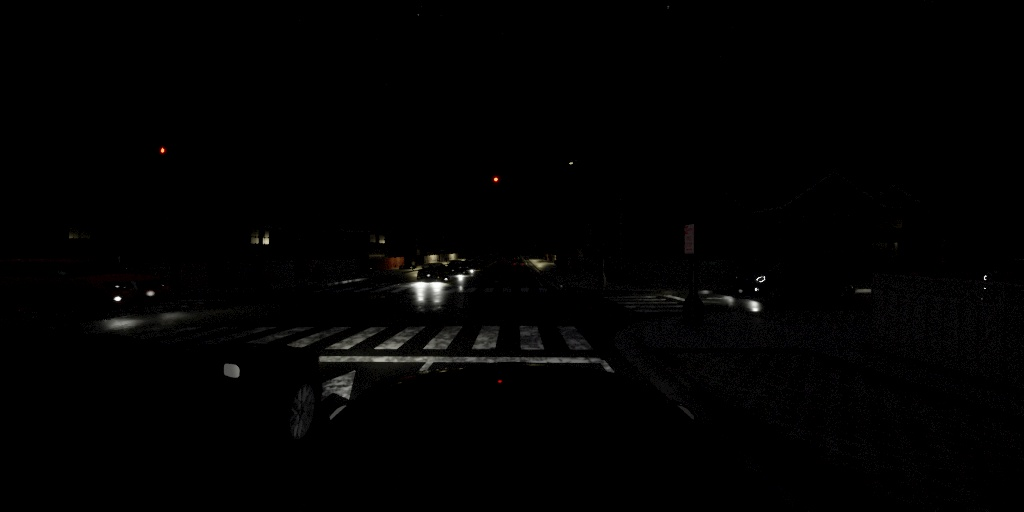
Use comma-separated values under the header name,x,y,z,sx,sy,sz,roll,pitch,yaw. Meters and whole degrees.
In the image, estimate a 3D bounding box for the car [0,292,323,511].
name,x,y,z,sx,sy,sz,roll,pitch,yaw
car,-3.153,1.228,2.192,1.882,1.535,5.008,0,0,1

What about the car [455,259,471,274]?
name,x,y,z,sx,sy,sz,roll,pitch,yaw
car,-5.964,1.166,38.776,1.812,1.442,4.674,0,0,1

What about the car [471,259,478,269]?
name,x,y,z,sx,sy,sz,roll,pitch,yaw
car,-5.767,1.061,49.419,2.033,1.411,5.357,0,1,2

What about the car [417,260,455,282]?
name,x,y,z,sx,sy,sz,roll,pitch,yaw
car,-6.137,1.251,28.484,1.994,1.385,4.181,0,0,1

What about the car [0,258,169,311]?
name,x,y,z,sx,sy,sz,roll,pitch,yaw
car,-16.485,1.096,13.576,5.566,2.045,2.150,-1,0,-1

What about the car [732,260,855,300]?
name,x,y,z,sx,sy,sz,roll,pitch,yaw
car,12.647,0.994,16.349,4.553,1.767,2.097,0,0,-1

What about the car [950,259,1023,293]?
name,x,y,z,sx,sy,sz,roll,pitch,yaw
car,22.720,0.914,16.451,4.553,1.767,2.097,0,0,0
